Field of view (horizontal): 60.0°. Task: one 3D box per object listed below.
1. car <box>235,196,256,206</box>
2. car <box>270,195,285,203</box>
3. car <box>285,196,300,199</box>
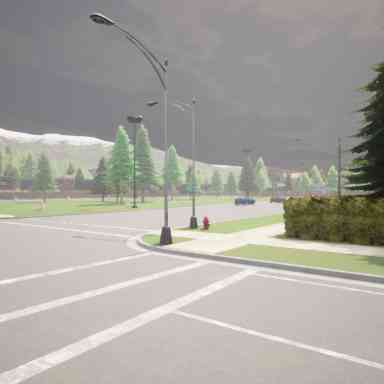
[{"bbox_3d":[8.928,1.478,55.522,1.882,1.535,5.008,0,-1,36],"label":"car"},{"bbox_3d":[17.518,1.353,67.408,2.097,1.767,4.553,0,0,36],"label":"car"},{"bbox_3d":[17.980,1.478,56.098,1.882,1.535,5.008,0,-1,36],"label":"car"}]
